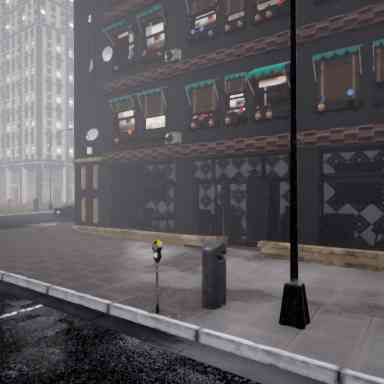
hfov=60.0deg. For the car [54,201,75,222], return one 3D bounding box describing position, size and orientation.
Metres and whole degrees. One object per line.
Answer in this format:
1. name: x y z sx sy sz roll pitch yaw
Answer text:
1. car: -7.286 1.279 22.789 1.947 1.339 4.313 1 1 35
